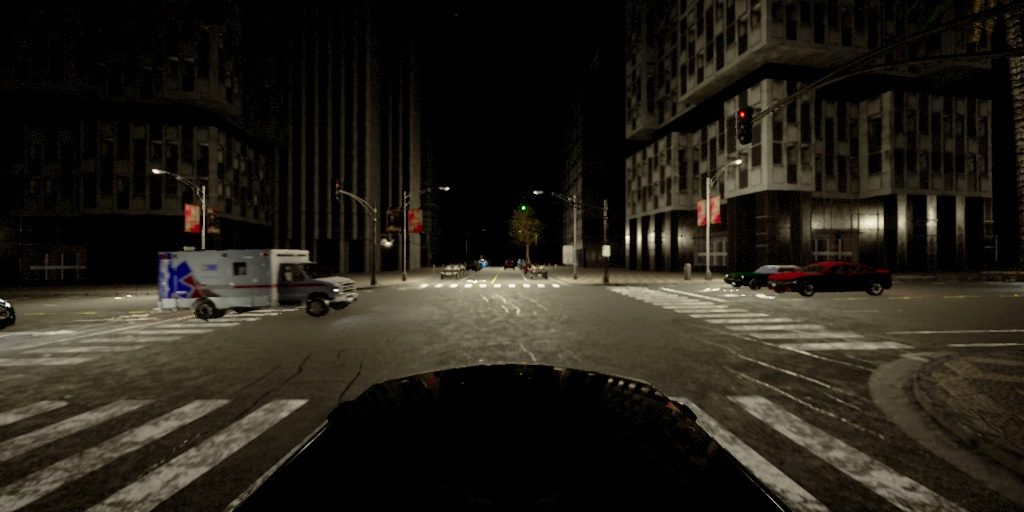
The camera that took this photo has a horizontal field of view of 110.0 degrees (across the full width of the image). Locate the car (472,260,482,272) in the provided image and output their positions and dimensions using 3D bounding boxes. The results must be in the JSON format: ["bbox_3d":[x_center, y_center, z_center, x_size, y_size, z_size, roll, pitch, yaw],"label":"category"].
[{"bbox_3d":[-6.132,1.734,55.125,1.948,1.339,4.313,0,0,-1],"label":"car"}]

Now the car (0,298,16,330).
[{"bbox_3d":[-17.311,1.455,10.090,4.553,1.767,2.097,-1,0,0],"label":"car"}]

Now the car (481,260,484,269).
[{"bbox_3d":[-6.180,1.739,60.368,1.751,1.417,4.829,0,0,-1],"label":"car"}]

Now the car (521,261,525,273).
[{"bbox_3d":[2.471,1.646,46.525,1.888,1.381,4.507,0,0,-1],"label":"car"}]

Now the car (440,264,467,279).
[{"bbox_3d":[-5.955,1.560,35.563,2.007,1.370,4.403,0,0,-1],"label":"car"}]

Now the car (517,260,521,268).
[{"bbox_3d":[2.332,1.777,61.840,2.007,1.370,4.403,0,0,-1],"label":"car"}]

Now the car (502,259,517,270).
[{"bbox_3d":[-0.446,1.746,63.645,1.837,1.490,4.892,0,0,-1],"label":"car"}]

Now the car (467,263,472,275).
[{"bbox_3d":[-6.001,1.600,40.555,2.007,1.370,4.403,0,0,-1],"label":"car"}]

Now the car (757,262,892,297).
[{"bbox_3d":[14.880,1.052,16.983,5.008,1.535,1.882,-1,0,0],"label":"car"}]

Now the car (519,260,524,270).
[{"bbox_3d":[2.422,1.696,51.969,2.007,1.370,4.403,0,0,-1],"label":"car"}]

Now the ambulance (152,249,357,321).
[{"bbox_3d":[-9.298,1.004,13.487,6.366,2.431,2.351,-1,0,0],"label":"ambulance"}]

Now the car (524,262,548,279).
[{"bbox_3d":[2.570,1.564,35.637,2.007,1.370,4.403,0,0,-1],"label":"car"}]

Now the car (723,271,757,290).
[{"bbox_3d":[14.689,1.197,20.231,4.718,1.301,1.895,-1,0,0],"label":"car"}]
